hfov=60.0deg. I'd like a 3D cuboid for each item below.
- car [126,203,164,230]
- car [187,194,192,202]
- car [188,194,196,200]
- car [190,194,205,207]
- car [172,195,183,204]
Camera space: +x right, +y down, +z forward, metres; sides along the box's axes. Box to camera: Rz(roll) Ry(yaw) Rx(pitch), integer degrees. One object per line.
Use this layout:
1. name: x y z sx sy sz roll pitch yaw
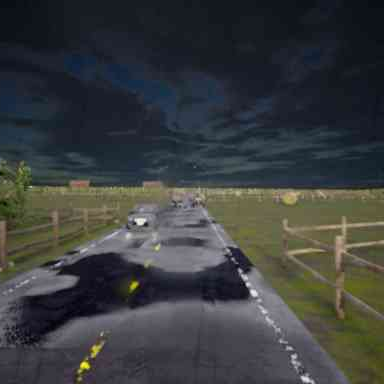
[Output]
1. car: -2.849 1.471 20.800 2.128 1.511 4.902 0 0 0
2. car: 0.002 1.309 69.252 2.128 1.511 4.902 0 0 0
3. car: 0.002 1.316 85.224 1.882 1.535 5.008 0 0 0
4. car: 0.963 1.471 50.174 1.812 1.442 4.674 0 0 0
5. car: -2.770 1.408 62.476 1.882 1.535 5.008 0 0 0
